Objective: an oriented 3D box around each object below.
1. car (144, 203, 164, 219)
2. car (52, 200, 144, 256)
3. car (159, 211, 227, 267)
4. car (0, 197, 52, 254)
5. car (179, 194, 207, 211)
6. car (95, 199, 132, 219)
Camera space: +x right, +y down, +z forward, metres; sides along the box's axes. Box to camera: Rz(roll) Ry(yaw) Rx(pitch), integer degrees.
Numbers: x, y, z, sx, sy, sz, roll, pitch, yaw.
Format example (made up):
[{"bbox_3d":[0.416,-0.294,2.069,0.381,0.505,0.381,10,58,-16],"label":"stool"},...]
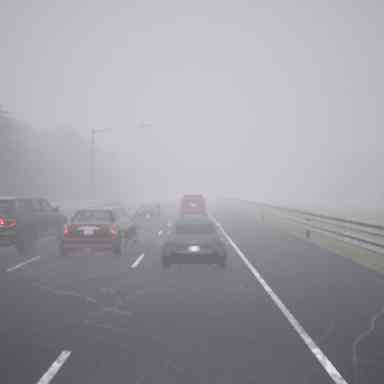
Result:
[{"bbox_3d":[-3.408,1.569,28.024,1.895,1.301,4.718,0,0,0],"label":"car"},{"bbox_3d":[-3.415,1.335,13.132,2.097,1.767,4.553,0,0,0],"label":"car"},{"bbox_3d":[0.077,1.548,11.318,1.994,1.385,4.181,0,0,0],"label":"car"},{"bbox_3d":[-6.908,1.200,13.491,2.150,2.045,5.566,0,0,0],"label":"car"},{"bbox_3d":[0.098,1.188,28.754,2.150,2.045,5.566,0,0,0],"label":"car"},{"bbox_3d":[-6.902,1.459,29.690,2.128,1.511,4.902,0,0,0],"label":"car"}]
